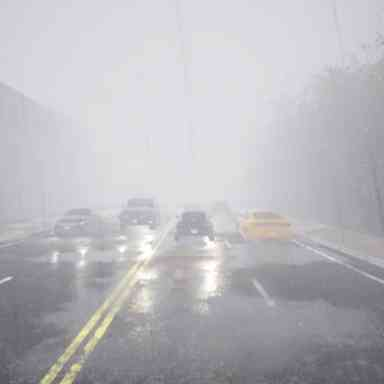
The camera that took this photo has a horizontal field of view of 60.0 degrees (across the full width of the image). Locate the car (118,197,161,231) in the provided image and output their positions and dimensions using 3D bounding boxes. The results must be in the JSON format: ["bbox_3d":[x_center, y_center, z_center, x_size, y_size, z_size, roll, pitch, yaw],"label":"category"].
[{"bbox_3d":[-3.299,1.357,22.064,2.150,2.045,5.566,0,-1,0],"label":"car"}]

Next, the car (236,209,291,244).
[{"bbox_3d":[3.352,1.577,16.285,1.882,1.535,5.008,0,0,0],"label":"car"}]

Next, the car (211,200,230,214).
[{"bbox_3d":[3.353,1.740,39.037,1.837,1.490,4.892,0,0,0],"label":"car"}]

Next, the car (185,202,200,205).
[{"bbox_3d":[0.105,1.844,40.630,1.895,1.301,4.718,0,0,0],"label":"car"}]

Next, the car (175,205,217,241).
[{"bbox_3d":[0.102,1.632,17.365,1.812,1.442,4.674,0,0,0],"label":"car"}]

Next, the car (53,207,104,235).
[{"bbox_3d":[-6.564,1.646,19.845,1.812,1.442,4.674,0,-1,0],"label":"car"}]
